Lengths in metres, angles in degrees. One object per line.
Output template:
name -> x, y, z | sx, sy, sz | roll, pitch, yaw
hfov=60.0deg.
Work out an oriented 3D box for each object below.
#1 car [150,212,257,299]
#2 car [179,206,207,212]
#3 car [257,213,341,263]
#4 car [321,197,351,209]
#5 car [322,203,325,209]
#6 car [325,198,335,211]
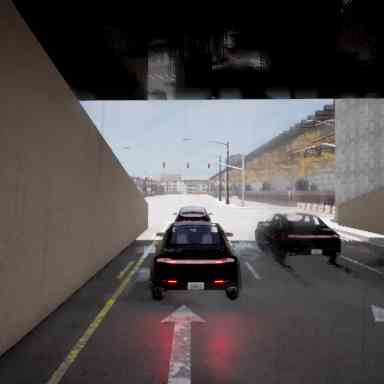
car -> 0.067, 1.492, 8.467 | 2.128, 1.511, 4.902 | 0, 0, 0
car -> 0.049, 1.505, 17.587 | 1.837, 1.490, 4.892 | 0, 0, 0
car -> 3.560, 1.492, 11.933 | 2.128, 1.511, 4.902 | 0, 0, 0
car -> 17.460, 1.295, 40.186 | 1.853, 1.218, 4.536 | 0, 0, 45
car -> 17.424, 1.452, 40.149 | 2.038, 1.542, 4.974 | 0, 0, 45
car -> 17.332, 1.453, 35.542 | 2.038, 1.542, 4.974 | 0, 0, -35
